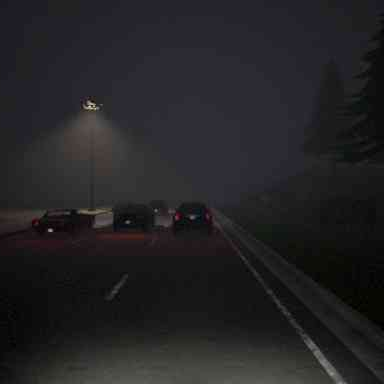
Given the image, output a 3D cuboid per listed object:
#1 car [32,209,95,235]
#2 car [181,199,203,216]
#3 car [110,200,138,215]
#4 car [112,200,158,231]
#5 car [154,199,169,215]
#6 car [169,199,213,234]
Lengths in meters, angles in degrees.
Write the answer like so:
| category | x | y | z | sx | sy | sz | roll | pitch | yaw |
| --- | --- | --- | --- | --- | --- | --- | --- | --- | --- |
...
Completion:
| category | x | y | z | sx | sy | sz | roll | pitch | yaw |
| --- | --- | --- | --- | --- | --- | --- | --- | --- | --- |
| car | -6.960 | 1.601 | 18.631 | 1.895 | 1.301 | 4.718 | 0 | 0 | 0 |
| car | 0.048 | 1.492 | 34.242 | 2.128 | 1.511 | 4.902 | 0 | 0 | 1 |
| car | -6.949 | 1.565 | 34.452 | 1.994 | 1.385 | 4.181 | 0 | 0 | 0 |
| car | -3.445 | 1.477 | 20.396 | 1.882 | 1.535 | 5.008 | 0 | 0 | 0 |
| car | -3.453 | 1.506 | 34.274 | 1.837 | 1.490 | 4.892 | 0 | 0 | 1 |
| car | 0.045 | 1.351 | 19.155 | 2.097 | 1.767 | 4.553 | 0 | 0 | 0 |
